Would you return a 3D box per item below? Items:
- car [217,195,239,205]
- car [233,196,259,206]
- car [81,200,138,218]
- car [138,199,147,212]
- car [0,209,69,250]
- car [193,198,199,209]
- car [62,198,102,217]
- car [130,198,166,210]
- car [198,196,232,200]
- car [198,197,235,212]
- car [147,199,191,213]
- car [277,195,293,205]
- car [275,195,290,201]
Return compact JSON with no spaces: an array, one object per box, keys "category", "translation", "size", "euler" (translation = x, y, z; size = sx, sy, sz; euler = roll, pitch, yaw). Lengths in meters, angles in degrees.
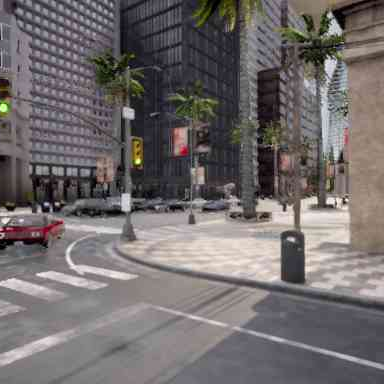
[{"category":"car","translation":[6.947,1.486,63.274],"size":[2.185,1.767,4.553],"euler":[0,0,35]},{"category":"car","translation":[9.294,1.651,55.293],"size":[2.033,1.411,5.357],"euler":[0,0,36]},{"category":"car","translation":[-7.756,1.704,31.663],"size":[1.895,1.301,4.718],"euler":[0,0,36]},{"category":"car","translation":[-5.236,1.666,41.166],"size":[2.033,1.411,5.357],"euler":[0,0,36]},{"category":"car","translation":[-6.973,1.660,14.770],"size":[1.895,1.301,4.718],"euler":[0,0,-11]},{"category":"car","translation":[0.472,1.644,49.077],"size":[1.812,1.442,4.674],"euler":[0,0,35]},{"category":"car","translation":[-10.764,1.470,33.478],"size":[2.097,1.767,4.553],"euler":[0,0,36]},{"category":"car","translation":[-5.916,1.644,45.510],"size":[2.161,1.482,4.786],"euler":[0,0,35]},{"category":"car","translation":[3.294,1.630,47.009],"size":[1.812,1.442,4.674],"euler":[0,0,36]},{"category":"car","translation":[3.051,1.652,40.350],"size":[1.994,1.385,4.181],"euler":[0,0,36]},{"category":"car","translation":[-2.461,1.595,39.025],"size":[2.128,1.511,4.902],"euler":[0,0,36]},{"category":"car","translation":[17.617,1.441,60.729],"size":[2.097,1.767,4.553],"euler":[0,0,35]},{"category":"car","translation":[23.850,1.614,87.299],"size":[2.231,1.521,4.892],"euler":[0,0,35]}]
